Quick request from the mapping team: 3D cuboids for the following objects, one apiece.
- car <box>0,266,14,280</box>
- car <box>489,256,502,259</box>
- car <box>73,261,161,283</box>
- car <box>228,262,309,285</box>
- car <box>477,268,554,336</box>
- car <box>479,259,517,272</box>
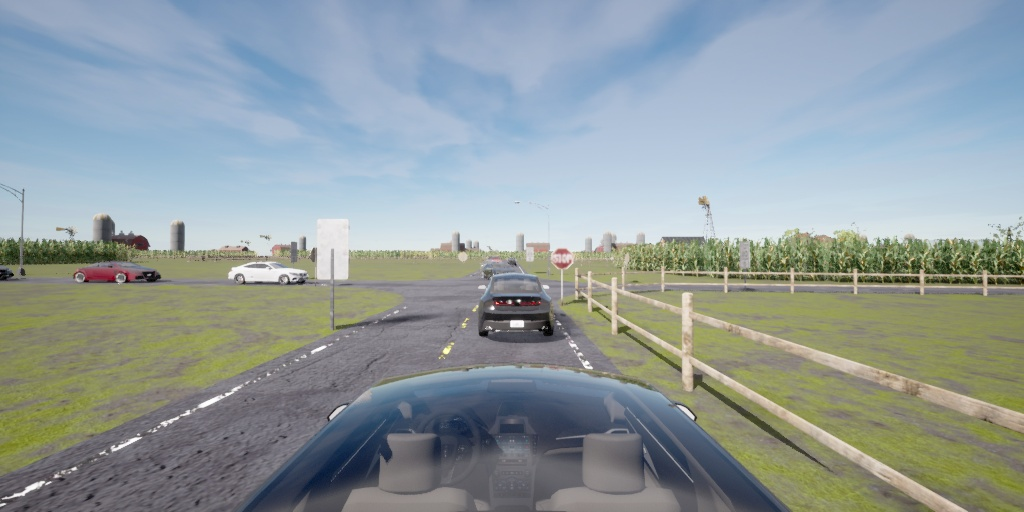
[{"bbox_3d":[-35.788,0.867,23.360,4.892,1.490,1.837,1,-1,0],"label":"car"},{"bbox_3d":[-2.868,0.943,57.692,2.150,2.045,5.566,0,0,1],"label":"car"},{"bbox_3d":[-25.574,1.030,23.332,4.181,1.385,1.994,1,-1,1],"label":"car"},{"bbox_3d":[-15.725,1.095,23.263,4.674,1.442,1.812,1,-1,2],"label":"car"},{"bbox_3d":[0.066,1.256,10.355,1.837,1.490,4.892,0,0,-1],"label":"car"},{"bbox_3d":[-1.171,1.258,29.549,1.837,1.490,4.892,-1,0,-22],"label":"car"}]
